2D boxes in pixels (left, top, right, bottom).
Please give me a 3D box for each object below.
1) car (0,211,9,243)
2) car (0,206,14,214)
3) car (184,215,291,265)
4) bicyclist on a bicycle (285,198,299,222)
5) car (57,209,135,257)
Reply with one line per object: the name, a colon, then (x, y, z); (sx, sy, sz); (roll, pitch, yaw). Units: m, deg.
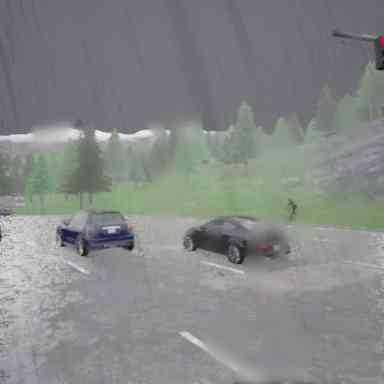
car: (-11.384, 1.886, 17.435); (1.837, 1.490, 4.892); (0, -1, -42)
car: (-24.833, 2.394, 41.444); (5.357, 1.411, 2.033); (-1, 0, 17)
car: (1.433, 1.563, 11.940); (1.812, 1.442, 4.674); (-1, 0, -30)
bicyclist on a bicycle: (7.072, 1.273, 23.584); (1.656, 1.620, 0.582); (-1, 0, -37)
car: (-4.252, 1.539, 14.246); (2.097, 1.767, 4.553); (-1, 0, -35)
